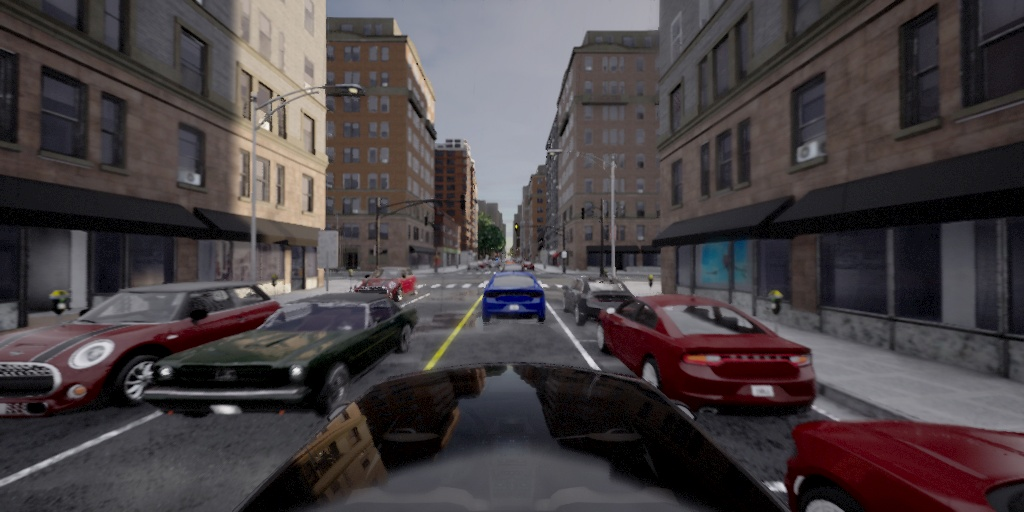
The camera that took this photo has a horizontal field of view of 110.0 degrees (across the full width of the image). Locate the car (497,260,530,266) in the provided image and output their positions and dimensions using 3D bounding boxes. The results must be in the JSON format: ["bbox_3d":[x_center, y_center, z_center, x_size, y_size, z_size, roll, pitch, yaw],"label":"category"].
[{"bbox_3d":[0.104,1.286,26.657,1.882,1.535,5.008,0,0,0],"label":"car"}]

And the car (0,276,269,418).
[{"bbox_3d":[-5.857,1.206,6.048,1.967,1.591,4.097,0,0,0],"label":"car"}]

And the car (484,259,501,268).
[{"bbox_3d":[-3.243,1.515,63.640,2.128,1.511,4.902,0,0,0],"label":"car"}]

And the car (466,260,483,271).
[{"bbox_3d":[-5.989,1.529,55.395,2.007,1.370,4.403,0,0,-1],"label":"car"}]

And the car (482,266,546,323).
[{"bbox_3d":[0.040,1.267,12.324,1.882,1.535,5.008,0,0,0],"label":"car"}]

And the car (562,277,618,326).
[{"bbox_3d":[2.669,1.337,11.546,2.007,1.370,4.403,0,0,0],"label":"car"}]

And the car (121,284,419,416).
[{"bbox_3d":[-3.094,1.367,6.090,1.895,1.301,4.718,0,0,0],"label":"car"}]

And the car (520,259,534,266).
[{"bbox_3d":[2.536,1.524,55.471,1.888,1.381,4.507,0,0,-1],"label":"car"}]

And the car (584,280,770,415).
[{"bbox_3d":[2.669,1.311,6.055,1.888,1.381,4.507,0,0,0],"label":"car"}]

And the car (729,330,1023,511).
[{"bbox_3d":[2.670,1.291,0.564,1.888,1.381,4.507,0,0,0],"label":"car"}]

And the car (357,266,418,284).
[{"bbox_3d":[-5.857,1.247,17.034,1.967,1.591,4.097,0,0,0],"label":"car"}]
